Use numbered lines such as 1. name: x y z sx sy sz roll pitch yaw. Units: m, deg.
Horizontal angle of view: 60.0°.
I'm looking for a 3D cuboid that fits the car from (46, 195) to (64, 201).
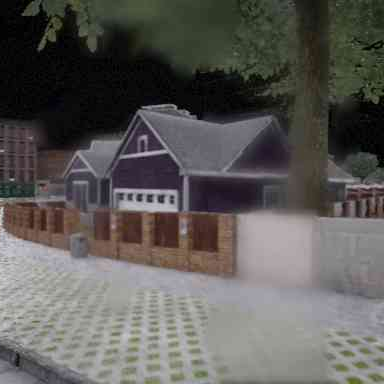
1. car: -24.589 1.339 60.271 1.837 1.490 4.892 1 2 10
